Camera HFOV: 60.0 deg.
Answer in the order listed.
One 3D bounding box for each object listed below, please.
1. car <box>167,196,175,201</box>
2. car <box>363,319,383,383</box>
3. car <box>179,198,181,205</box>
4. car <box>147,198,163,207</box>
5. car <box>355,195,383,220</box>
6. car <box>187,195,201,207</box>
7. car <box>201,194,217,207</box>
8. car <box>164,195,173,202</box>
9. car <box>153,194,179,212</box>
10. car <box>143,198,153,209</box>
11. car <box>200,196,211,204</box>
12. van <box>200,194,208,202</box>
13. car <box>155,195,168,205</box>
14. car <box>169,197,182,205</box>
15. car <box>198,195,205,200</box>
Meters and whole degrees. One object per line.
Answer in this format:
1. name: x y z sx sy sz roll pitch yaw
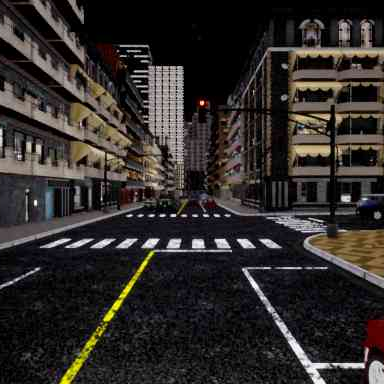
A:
1. car: -5.583 1.632 89.516 1.802 1.307 4.206 -1 0 0
2. car: 2.684 1.544 1.805 1.887 1.381 4.507 0 0 0
3. car: -3.028 1.538 49.910 1.812 1.442 4.674 0 0 0
4. car: -5.633 1.579 50.820 1.947 1.339 4.313 0 0 0
5. car: 14.870 1.206 24.776 5.008 1.535 1.882 -1 0 -1
6. car: 0.177 1.562 52.410 2.033 1.411 5.357 0 0 0
7. car: 2.746 1.454 50.805 1.967 1.590 4.097 -1 0 0
8. car: -5.598 1.562 78.290 1.752 1.417 4.829 -1 0 0
9. car: -3.049 1.228 40.077 2.150 2.045 5.566 0 0 0
10. car: -5.640 1.560 45.293 2.008 1.369 4.403 0 0 0
11. car: 2.769 1.577 67.388 2.008 1.369 4.403 -1 0 0
12. van: 2.781 1.378 78.444 1.690 1.788 3.998 -1 0 0
13. car: -5.620 1.462 61.876 1.967 1.590 4.097 -1 0 0
14. car: -2.991 1.568 60.544 2.033 1.411 5.357 0 0 1
15. car: 2.804 1.601 95.028 1.887 1.381 4.507 -1 0 0
